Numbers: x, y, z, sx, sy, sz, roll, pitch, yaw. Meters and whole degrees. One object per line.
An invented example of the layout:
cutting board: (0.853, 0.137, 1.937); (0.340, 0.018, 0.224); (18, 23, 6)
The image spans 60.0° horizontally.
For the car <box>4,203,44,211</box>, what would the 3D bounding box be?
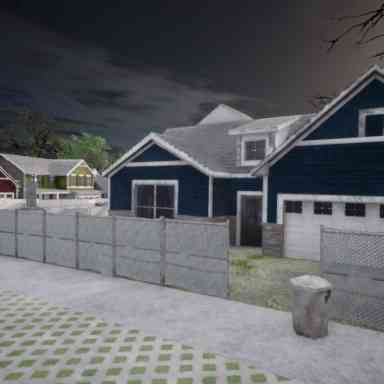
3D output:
car: (-14.758, 1.684, 28.497); (1.812, 1.442, 4.674); (1, 0, 20)

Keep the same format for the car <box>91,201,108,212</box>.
car: (-10.653, 1.843, 40.676); (1.994, 1.385, 4.181); (1, 0, 16)
